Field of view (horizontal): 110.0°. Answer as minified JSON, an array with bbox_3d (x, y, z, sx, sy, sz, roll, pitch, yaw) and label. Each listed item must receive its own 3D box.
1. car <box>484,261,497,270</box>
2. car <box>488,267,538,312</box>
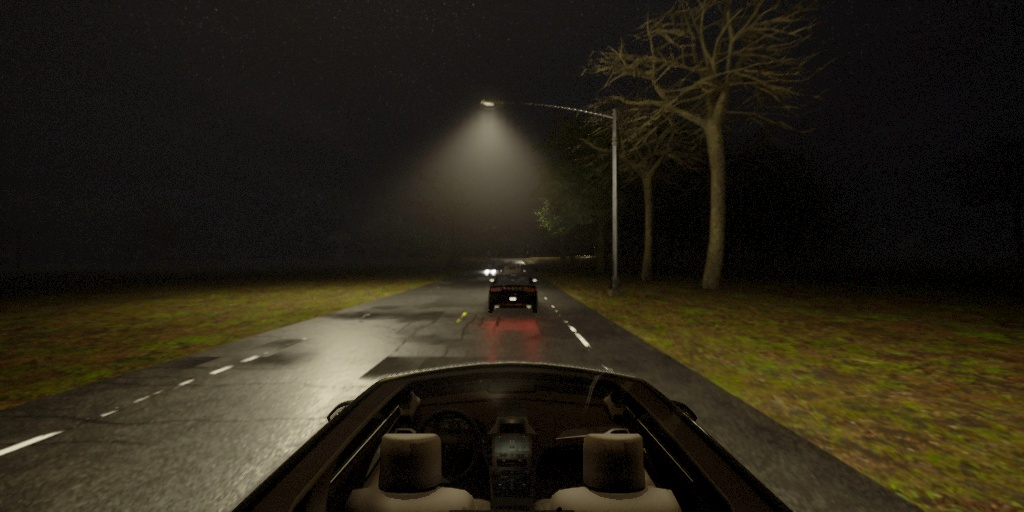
[{"bbox_3d":[-3.527,1.514,59.900,2.128,1.511,4.902,0,0,1],"label":"car"},{"bbox_3d":[0.059,1.397,15.220,1.882,1.535,5.008,0,0,1],"label":"car"}]
